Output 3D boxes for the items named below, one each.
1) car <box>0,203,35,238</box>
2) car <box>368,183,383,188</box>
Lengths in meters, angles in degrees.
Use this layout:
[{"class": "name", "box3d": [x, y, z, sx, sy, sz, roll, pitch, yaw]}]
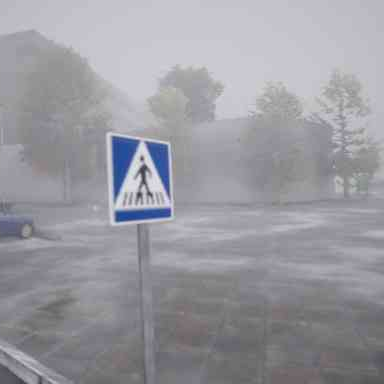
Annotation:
[{"class": "car", "box3d": [-8.769, 1.295, 13.611, 2.097, 1.535, 5.008, 1, 0, 18]}, {"class": "car", "box3d": [38.416, -1.867, 67.972, 5.008, 1.535, 2.097, -5, 1, -6]}]
